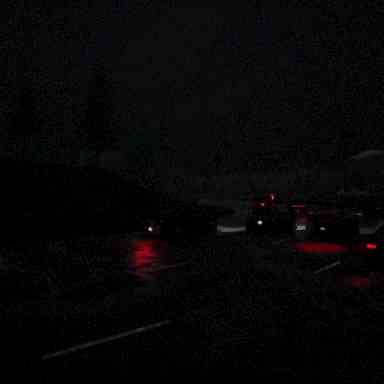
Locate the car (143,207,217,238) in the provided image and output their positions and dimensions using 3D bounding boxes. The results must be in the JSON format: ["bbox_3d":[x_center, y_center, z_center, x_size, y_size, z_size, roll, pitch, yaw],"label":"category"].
[{"bbox_3d":[-0.508,1.573,18.318,1.837,1.490,4.892,0,0,40],"label":"car"}]

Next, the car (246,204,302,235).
[{"bbox_3d":[4.804,1.632,19.766,1.994,1.385,4.181,0,0,34],"label":"car"}]

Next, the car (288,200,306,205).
[{"bbox_3d":[10.807,1.610,34.555,2.128,1.511,4.902,0,0,12],"label":"car"}]

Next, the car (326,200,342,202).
[{"bbox_3d":[14.086,1.616,33.215,1.837,1.490,4.892,0,0,13],"label":"car"}]

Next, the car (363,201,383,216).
[{"bbox_3d":[17.466,1.608,31.260,1.837,1.490,4.892,1,0,14],"label":"car"}]

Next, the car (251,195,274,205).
[{"bbox_3d":[7.512,1.343,35.298,2.150,2.045,5.566,0,0,12],"label":"car"}]

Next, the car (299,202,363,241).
[{"bbox_3d":[7.433,1.536,17.416,1.882,1.535,5.008,0,0,34],"label":"car"}]

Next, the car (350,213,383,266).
[{"bbox_3d":[7.086,1.583,10.751,2.033,1.411,5.357,0,0,41],"label":"car"}]
